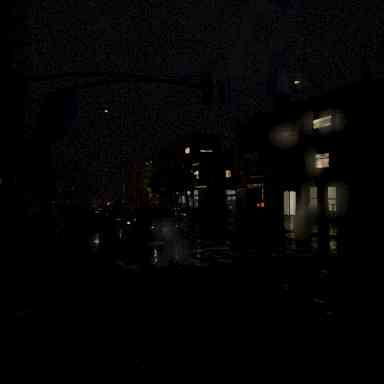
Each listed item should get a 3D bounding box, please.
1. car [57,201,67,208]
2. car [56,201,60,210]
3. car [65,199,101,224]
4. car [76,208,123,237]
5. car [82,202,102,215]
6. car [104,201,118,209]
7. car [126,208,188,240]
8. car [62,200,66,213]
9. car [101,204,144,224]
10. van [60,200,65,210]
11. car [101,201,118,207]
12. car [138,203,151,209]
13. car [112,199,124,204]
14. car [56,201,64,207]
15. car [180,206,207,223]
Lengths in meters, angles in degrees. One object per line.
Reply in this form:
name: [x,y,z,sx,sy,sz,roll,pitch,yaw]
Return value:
car: [-30.087,2.873,76.712,1.887,1.381,4.507,-2,0,-24]
car: [-23.465,2.383,61.492,2.192,1.841,5.009,-2,0,-24]
car: [-10.012,1.851,30.340,2.192,1.841,5.009,-2,0,-24]
car: [-5.901,1.940,20.847,1.947,1.339,4.313,-2,0,-24]
car: [-13.976,2.256,46.370,2.128,1.511,4.902,-1,-1,-23]
car: [-15.840,2.512,64.984,1.752,1.417,4.829,-2,0,-24]
car: [-2.132,1.861,19.040,1.994,1.385,4.181,-1,-1,-24]
car: [-14.344,2.150,40.524,1.967,1.590,4.097,-2,0,-24]
car: [-5.880,1.992,27.633,2.033,1.411,5.357,-1,-1,-24]
van: [-19.046,2.236,51.344,1.690,1.788,3.998,-2,0,-24]
car: [-9.909,2.108,36.914,1.837,1.490,4.892,-1,-1,-23]
car: [-6.630,2.176,43.864,2.008,1.369,4.403,-2,0,-24]
car: [-13.570,2.213,59.755,2.192,1.841,5.009,-2,0,-24]
car: [-34.439,3.024,86.705,1.752,1.417,4.829,-2,0,-24]
car: [-0.188,1.926,29.364,2.008,1.369,4.403,-2,0,-24]
